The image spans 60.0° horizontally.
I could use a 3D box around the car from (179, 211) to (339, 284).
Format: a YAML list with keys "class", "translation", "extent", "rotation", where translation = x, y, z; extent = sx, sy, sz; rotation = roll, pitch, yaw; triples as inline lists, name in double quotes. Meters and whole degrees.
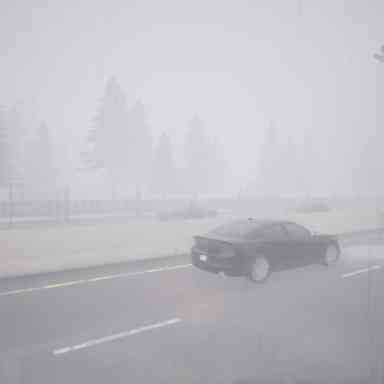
- class: "car"
  translation: [2.296, 1.482, 9.686]
  extent: [5.008, 1.535, 1.882]
  rotation: [0, 0, -36]

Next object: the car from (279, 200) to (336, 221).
- class: "car"
  translation: [9.836, 1.505, 28.205]
  extent: [4.902, 1.511, 2.128]
  rotation: [0, 0, -35]

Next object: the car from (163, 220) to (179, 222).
- class: "car"
  translation: [-0.346, 1.609, 25.244]
  extent: [4.718, 1.301, 1.895]
  rotation: [0, 0, -35]
